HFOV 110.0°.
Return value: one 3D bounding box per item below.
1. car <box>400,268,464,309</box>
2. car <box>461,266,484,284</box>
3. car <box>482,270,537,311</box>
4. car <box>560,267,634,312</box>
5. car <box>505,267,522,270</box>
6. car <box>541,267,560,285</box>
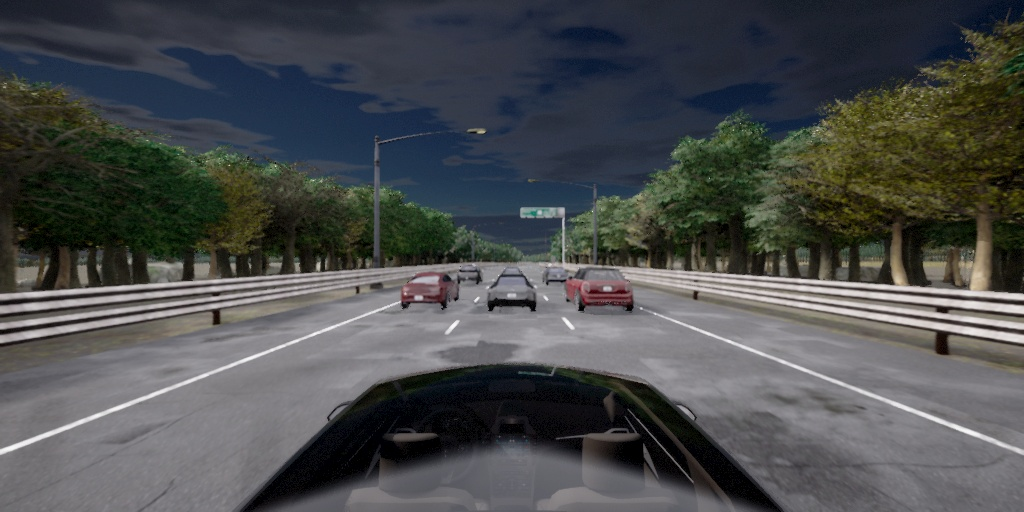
[{"bbox_3d":[-3.481,1.424,15.751,1.812,1.442,4.674,0,0,0],"label":"car"},{"bbox_3d":[-3.484,1.554,30.355,2.128,1.511,4.902,0,-1,0],"label":"car"},{"bbox_3d":[0.014,1.459,15.408,1.994,1.385,4.181,0,-1,1],"label":"car"},{"bbox_3d":[3.517,1.245,15.271,2.097,1.767,4.553,0,-1,0],"label":"car"},{"bbox_3d":[0.017,1.626,30.318,1.994,1.385,4.181,0,-1,0],"label":"car"},{"bbox_3d":[3.506,1.598,29.372,2.033,1.411,5.357,0,-1,0],"label":"car"}]
